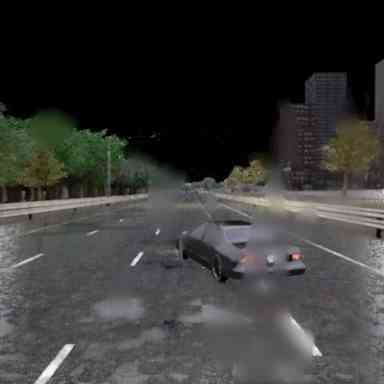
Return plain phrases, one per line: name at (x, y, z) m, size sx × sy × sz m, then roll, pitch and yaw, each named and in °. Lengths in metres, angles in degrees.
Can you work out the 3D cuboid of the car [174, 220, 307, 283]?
car at (1.015, 1.521, 9.724) m, size 2.033 × 1.411 × 5.357 m, roll 0°, pitch 0°, yaw -19°
